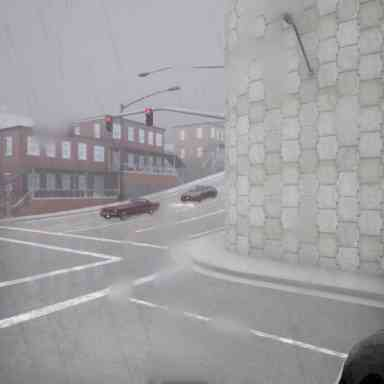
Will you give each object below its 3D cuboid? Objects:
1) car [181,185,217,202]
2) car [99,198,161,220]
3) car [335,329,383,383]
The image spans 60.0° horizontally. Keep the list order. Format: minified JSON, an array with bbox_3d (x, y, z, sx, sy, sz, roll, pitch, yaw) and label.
[{"bbox_3d":[0.690,0.078,32.099,1.994,1.385,4.181,0,9,36],"label":"car"},{"bbox_3d":[-4.542,1.187,24.715,1.895,1.301,4.718,0,5,35],"label":"car"},{"bbox_3d":[3.327,1.492,1.591,4.902,1.511,2.128,0,0,36],"label":"car"}]
